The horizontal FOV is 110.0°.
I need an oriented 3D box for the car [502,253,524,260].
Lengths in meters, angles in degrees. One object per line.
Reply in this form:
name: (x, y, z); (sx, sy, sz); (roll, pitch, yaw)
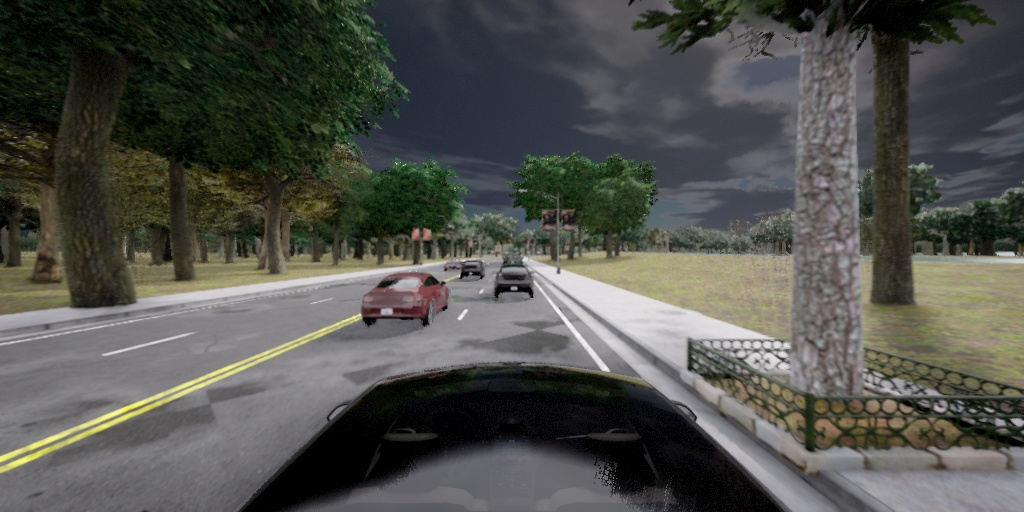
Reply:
car: (0.094, 0.729, 39.359); (2.150, 2.045, 5.566); (0, 0, 0)

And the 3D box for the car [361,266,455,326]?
car: (-3.164, 1.226, 11.345); (1.812, 1.442, 4.674); (0, 0, 0)

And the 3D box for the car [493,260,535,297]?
car: (0.097, 1.161, 18.099); (1.837, 1.490, 4.892); (0, 0, 0)

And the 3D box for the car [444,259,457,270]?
car: (-6.507, 1.074, 41.030); (1.994, 1.385, 4.181); (0, 0, 0)

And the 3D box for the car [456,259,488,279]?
car: (-3.153, 1.081, 29.794); (1.837, 1.490, 4.892); (0, 0, 0)
